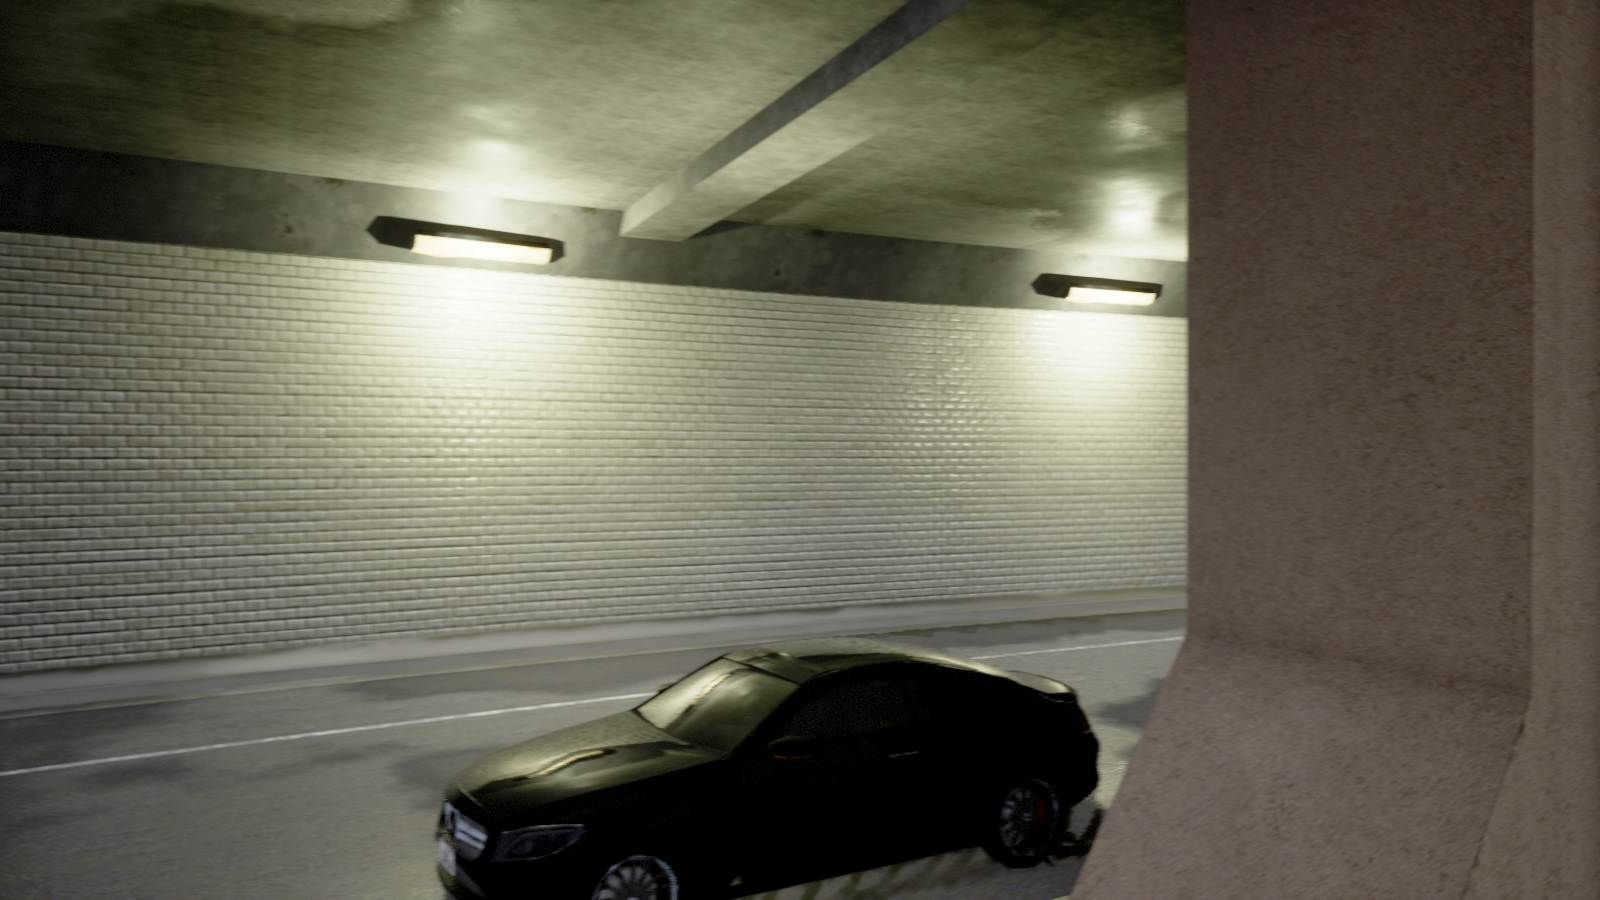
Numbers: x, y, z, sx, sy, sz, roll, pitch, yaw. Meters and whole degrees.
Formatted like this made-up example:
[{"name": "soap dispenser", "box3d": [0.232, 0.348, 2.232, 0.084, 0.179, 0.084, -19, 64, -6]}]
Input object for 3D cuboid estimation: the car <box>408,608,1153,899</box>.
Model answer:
[{"name": "car", "box3d": [-0.025, 2.079, 7.757, 4.674, 1.442, 2.002, 0, 0, -31]}]
